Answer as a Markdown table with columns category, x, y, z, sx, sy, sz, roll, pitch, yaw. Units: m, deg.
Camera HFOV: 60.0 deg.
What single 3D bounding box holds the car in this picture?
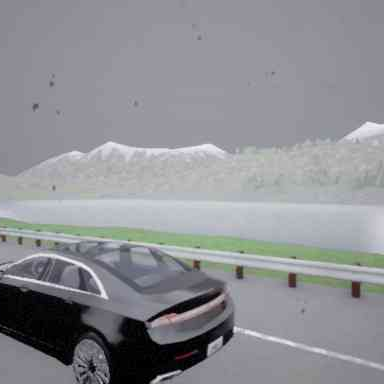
| category | x | y | z | sx | sy | sz | roll | pitch | yaw |
| --- | --- | --- | --- | --- | --- | --- | --- | --- | --- |
| car | -1.707 | 1.534 | 5.169 | 4.902 | 1.511 | 2.128 | -1 | 0 | 36 |
